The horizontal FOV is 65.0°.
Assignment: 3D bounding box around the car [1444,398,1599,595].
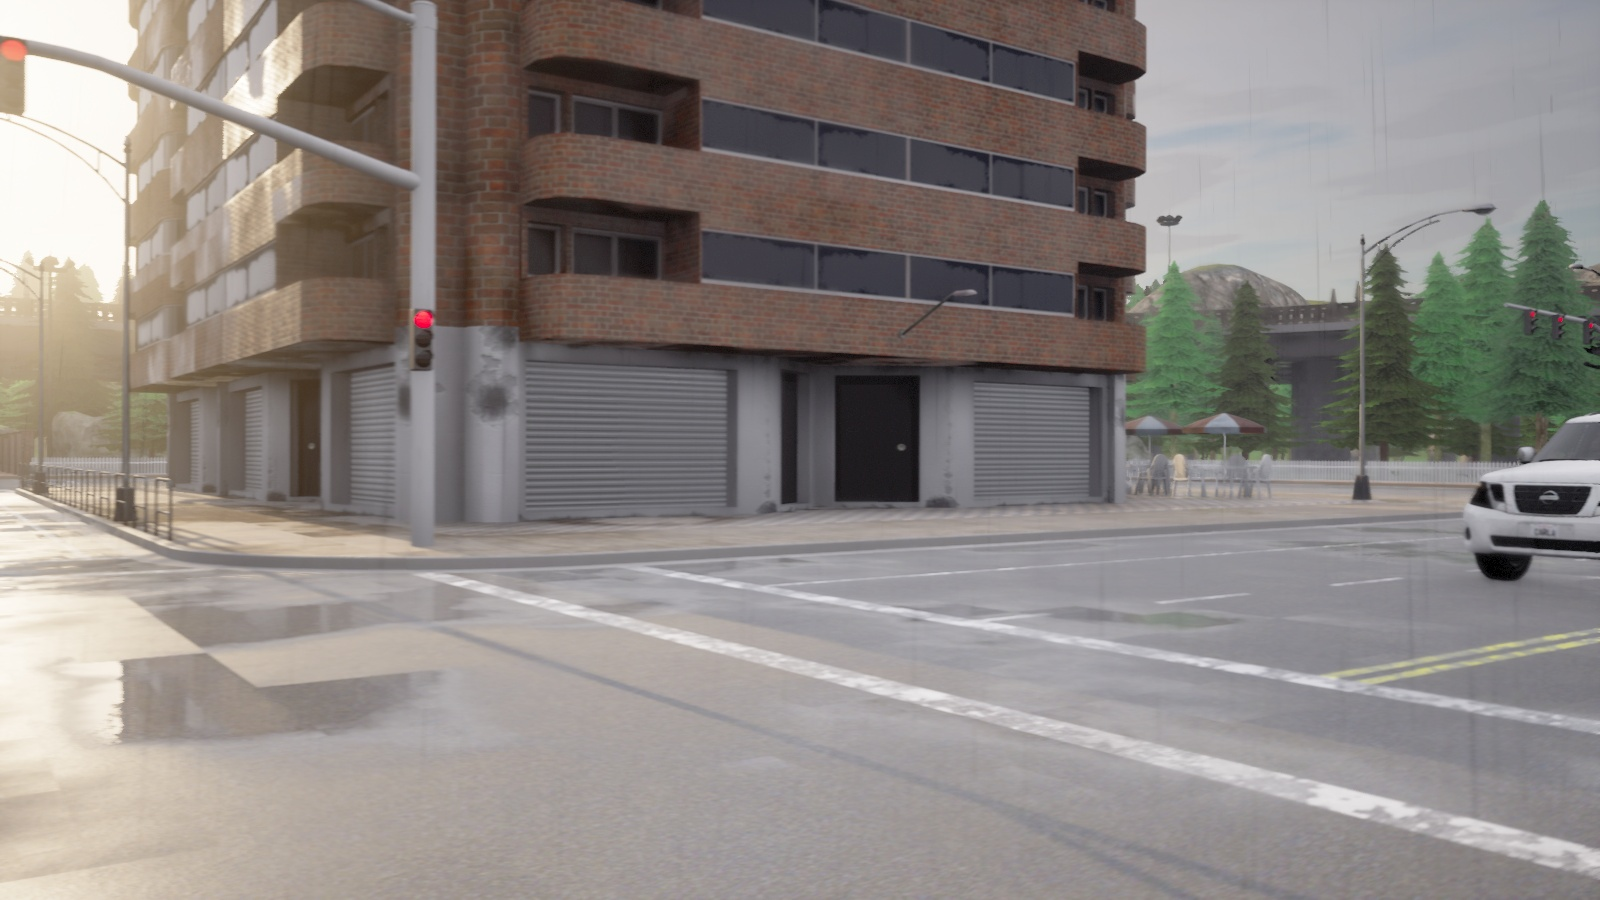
[{"bbox_3d":[10.269,0.479,15.070,5.566,2.045,2.150,0,0,-35],"label":"car"}]
